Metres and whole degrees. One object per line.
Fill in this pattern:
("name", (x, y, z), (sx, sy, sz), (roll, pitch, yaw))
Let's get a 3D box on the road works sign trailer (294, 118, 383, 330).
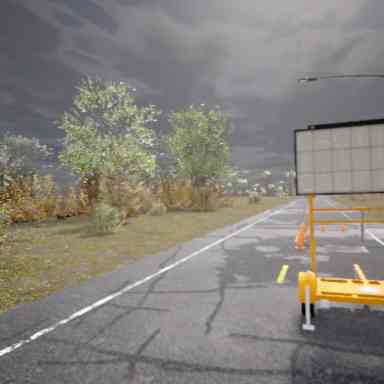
("road works sign trailer", (3.285, 0.437, 6.450), (2.380, 3.560, 2.880), (-2, -1, 20))
